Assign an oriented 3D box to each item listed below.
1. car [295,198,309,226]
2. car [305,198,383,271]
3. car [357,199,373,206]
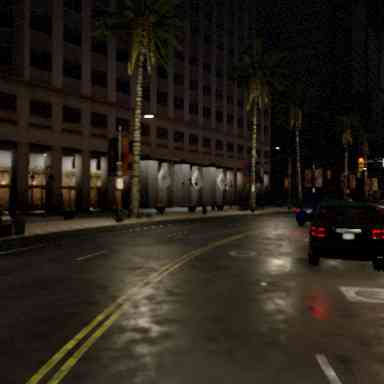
[{"bbox_3d":[9.688,1.482,24.893,2.150,2.045,5.566,0,-1,41],"label":"car"},{"bbox_3d":[5.301,1.345,11.728,2.150,2.045,5.566,0,0,21],"label":"car"},{"bbox_3d":[38.654,2.343,74.429,2.161,1.482,4.786,0,-1,40],"label":"car"}]
